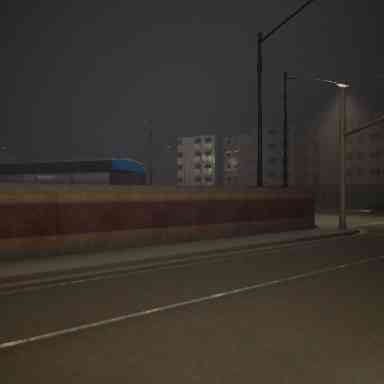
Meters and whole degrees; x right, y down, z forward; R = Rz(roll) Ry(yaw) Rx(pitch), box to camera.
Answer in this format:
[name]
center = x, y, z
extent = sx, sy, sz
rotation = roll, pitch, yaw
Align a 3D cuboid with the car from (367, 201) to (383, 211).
[car]
center = 22.192, 1.569, 37.693
extent = 1.994, 1.385, 4.181
rotation = 0, 0, -34
